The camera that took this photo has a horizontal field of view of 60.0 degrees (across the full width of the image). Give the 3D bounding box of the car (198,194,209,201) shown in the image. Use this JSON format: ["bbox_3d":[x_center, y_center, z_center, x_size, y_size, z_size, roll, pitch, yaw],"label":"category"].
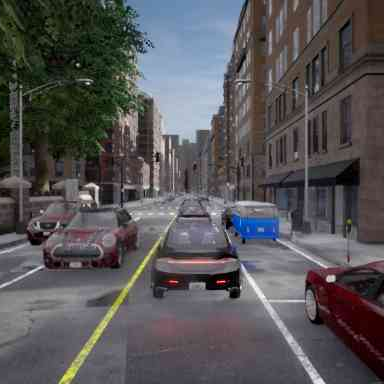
[{"bbox_3d":[2.837,1.387,75.586,1.967,1.590,4.097,0,0,0],"label":"car"}]

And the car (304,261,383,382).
[{"bbox_3d":[2.853,1.544,4.228,1.887,1.381,4.507,0,0,0],"label":"car"}]

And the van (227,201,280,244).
[{"bbox_3d":[2.851,1.336,15.549,1.690,1.788,3.998,0,0,0],"label":"van"}]

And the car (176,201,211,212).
[{"bbox_3d":[0.094,1.485,18.390,2.128,1.511,4.902,0,0,0],"label":"car"}]

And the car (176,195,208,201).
[{"bbox_3d":[-0.008,1.338,27.567,2.097,1.767,4.553,0,0,0],"label":"car"}]

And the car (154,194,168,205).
[{"bbox_3d":[-5.684,1.480,59.026,1.752,1.417,4.829,0,0,0],"label":"car"}]

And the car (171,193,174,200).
[{"bbox_3d":[-5.687,1.492,75.549,1.887,1.381,4.507,0,0,0],"label":"car"}]

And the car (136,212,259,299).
[{"bbox_3d":[0.098,1.490,8.450,2.128,1.511,4.902,0,0,0],"label":"car"}]

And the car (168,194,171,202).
[{"bbox_3d":[-5.685,1.502,64.647,2.008,1.369,4.403,0,0,0],"label":"car"}]

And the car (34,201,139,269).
[{"bbox_3d":[-3.094,1.349,11.123,2.097,1.767,4.553,0,0,0],"label":"car"}]

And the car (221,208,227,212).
[{"bbox_3d":[2.850,1.557,21.210,1.947,1.339,4.313,0,0,0],"label":"car"}]

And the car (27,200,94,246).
[{"bbox_3d":[-5.674,1.310,15.507,2.192,1.841,5.009,0,0,0],"label":"car"}]

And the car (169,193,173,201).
[{"bbox_3d":[-5.686,1.493,70.098,1.887,1.381,4.507,0,0,0],"label":"car"}]

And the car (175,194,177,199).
[{"bbox_3d":[-5.690,1.497,86.450,2.008,1.369,4.403,0,0,0],"label":"car"}]
